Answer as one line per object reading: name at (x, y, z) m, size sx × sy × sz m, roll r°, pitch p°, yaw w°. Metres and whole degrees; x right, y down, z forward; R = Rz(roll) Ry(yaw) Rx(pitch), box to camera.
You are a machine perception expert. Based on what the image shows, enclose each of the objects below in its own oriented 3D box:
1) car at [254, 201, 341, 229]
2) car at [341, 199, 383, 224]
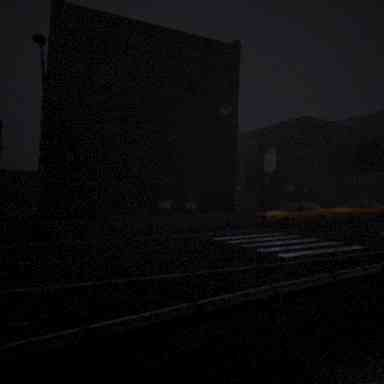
car at (6.311, 1.322, 20.434) m, size 5.366 × 1.575 × 1.946 m, roll -1°, pitch 0°, yaw -26°
car at (11.272, 1.258, 22.861) m, size 5.366 × 1.575 × 1.946 m, roll -1°, pitch 0°, yaw -26°
